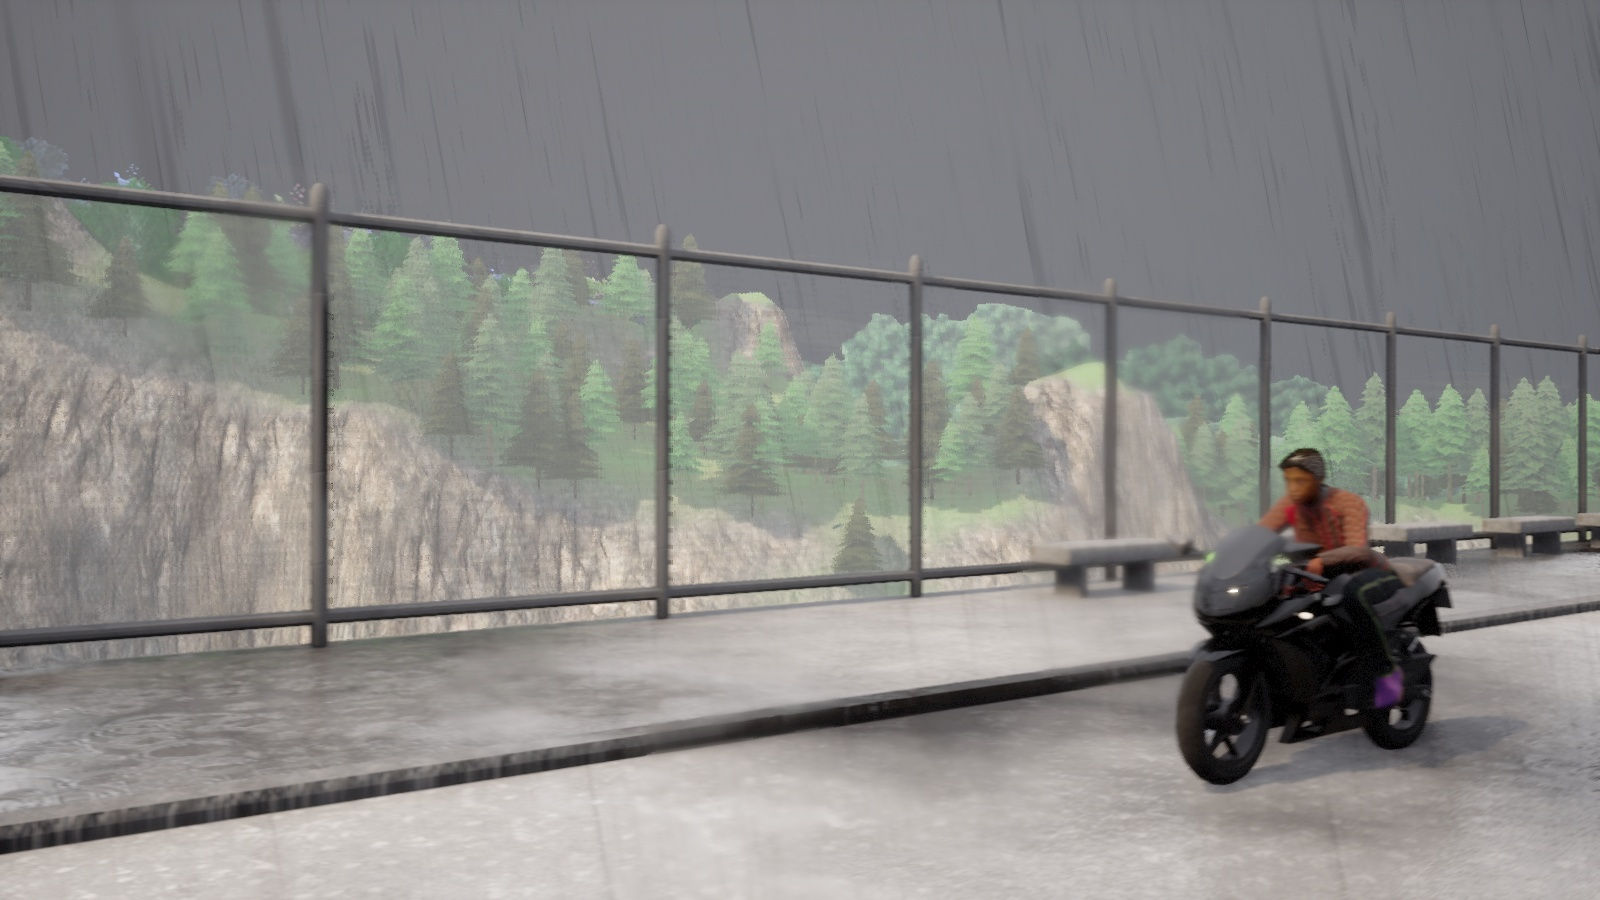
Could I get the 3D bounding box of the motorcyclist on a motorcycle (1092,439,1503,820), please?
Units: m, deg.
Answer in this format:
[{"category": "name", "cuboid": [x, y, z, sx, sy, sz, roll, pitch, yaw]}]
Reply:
[{"category": "motorcyclist on a motorcycle", "cuboid": [2.397, 0.739, 5.936, 2.044, 1.523, 0.797, 1, -1, -35]}]
